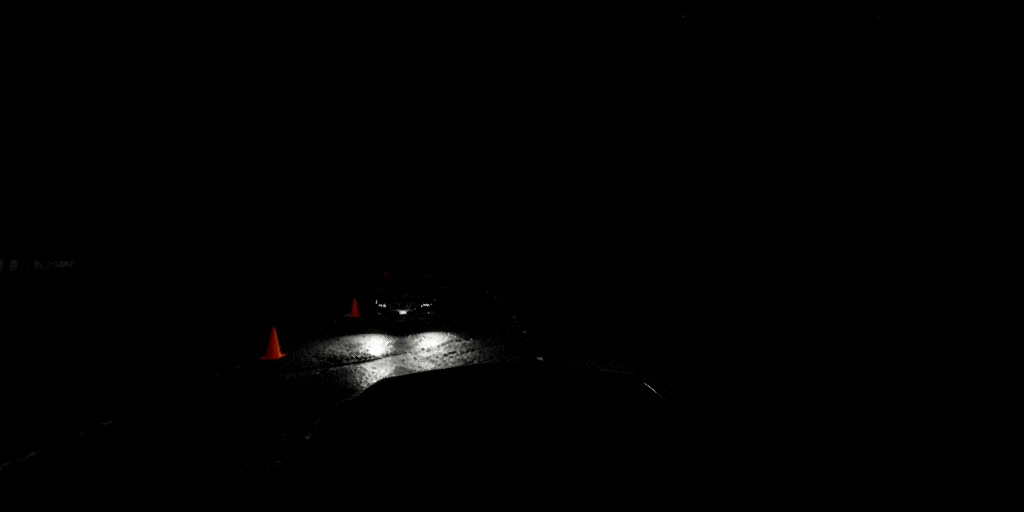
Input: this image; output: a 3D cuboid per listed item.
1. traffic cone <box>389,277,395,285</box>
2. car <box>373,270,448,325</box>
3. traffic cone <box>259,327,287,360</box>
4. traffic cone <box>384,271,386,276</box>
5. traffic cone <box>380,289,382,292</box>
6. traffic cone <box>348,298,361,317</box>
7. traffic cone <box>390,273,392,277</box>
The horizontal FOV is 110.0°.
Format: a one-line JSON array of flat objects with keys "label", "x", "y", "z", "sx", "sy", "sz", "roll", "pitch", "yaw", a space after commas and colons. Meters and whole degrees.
[{"label": "traffic cone", "x": -7.159, "y": 1.684, "z": 21.360, "sx": 0.340, "sy": 0.580, "sz": 0.340, "roll": 0, "pitch": 0, "yaw": -15}, {"label": "car", "x": -3.253, "y": 1.258, "z": 11.971, "sx": 1.837, "sy": 1.490, "sz": 4.892, "roll": 0, "pitch": 0, "yaw": -8}, {"label": "traffic cone", "x": -4.703, "y": 1.702, "z": 7.063, "sx": 0.340, "sy": 0.580, "sz": 0.340, "roll": 0, "pitch": 0, "yaw": -4}, {"label": "traffic cone", "x": -12.295, "y": 1.654, "z": 34.926, "sx": 0.340, "sy": 0.580, "sz": 0.340, "roll": 0, "pitch": 0, "yaw": -26}, {"label": "traffic cone", "x": -6.036, "y": 1.694, "z": 16.650, "sx": 0.340, "sy": 0.580, "sz": 0.340, "roll": 0, "pitch": 0, "yaw": -12}, {"label": "traffic cone", "x": -5.216, "y": 1.700, "z": 11.878, "sx": 0.340, "sy": 0.580, "sz": 0.340, "roll": 0, "pitch": 0, "yaw": -8}, {"label": "traffic cone", "x": -8.580, "y": 1.674, "z": 25.988, "sx": 0.340, "sy": 0.580, "sz": 0.340, "roll": 0, "pitch": 0, "yaw": -19}]
